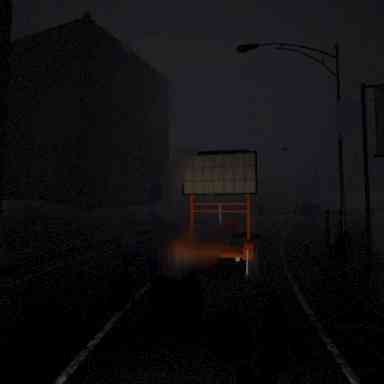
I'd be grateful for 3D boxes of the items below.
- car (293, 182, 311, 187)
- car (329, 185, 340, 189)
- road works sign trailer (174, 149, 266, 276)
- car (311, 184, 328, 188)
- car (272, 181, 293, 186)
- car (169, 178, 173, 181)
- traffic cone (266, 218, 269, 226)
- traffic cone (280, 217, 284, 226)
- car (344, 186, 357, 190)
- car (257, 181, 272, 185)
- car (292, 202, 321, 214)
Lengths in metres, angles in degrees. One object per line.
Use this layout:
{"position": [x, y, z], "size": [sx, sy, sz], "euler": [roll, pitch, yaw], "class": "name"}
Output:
{"position": [24.297, -1.482, 76.748], "size": [4.553, 1.767, 2.185], "euler": [2, -5, -26], "class": "car"}
{"position": [34.219, -0.889, 82.014], "size": [4.674, 1.452, 2.002], "euler": [3, -5, -29], "class": "car"}
{"position": [0.918, 0.487, 10.640], "size": [2.380, 3.560, 2.880], "euler": [-1, 0, 17], "class": "road works sign trailer"}
{"position": [29.375, -1.113, 79.377], "size": [4.792, 1.488, 2.163], "euler": [2, -5, -27], "class": "car"}
{"position": [19.341, -1.554, 74.306], "size": [5.008, 1.535, 2.097], "euler": [2, -5, -25], "class": "car"}
{"position": [-5.962, -2.462, 63.433], "size": [4.553, 1.767, 2.185], "euler": [2, -5, -23], "class": "car"}
{"position": [5.162, 2.062, 22.969], "size": [0.340, 0.580, 0.340], "euler": [-2, -1, 16], "class": "traffic cone"}
{"position": [6.113, 2.031, 22.681], "size": [0.340, 0.580, 0.340], "euler": [-2, -1, 17], "class": "traffic cone"}
{"position": [38.919, -0.708, 84.710], "size": [4.892, 1.521, 2.231], "euler": [3, -5, -30], "class": "car"}
{"position": [14.312, -1.703, 71.967], "size": [4.674, 1.452, 2.002], "euler": [2, -5, -24], "class": "car"}
{"position": [14.424, 1.962, 41.824], "size": [4.902, 1.511, 2.128], "euler": [1, -4, -45], "class": "car"}
